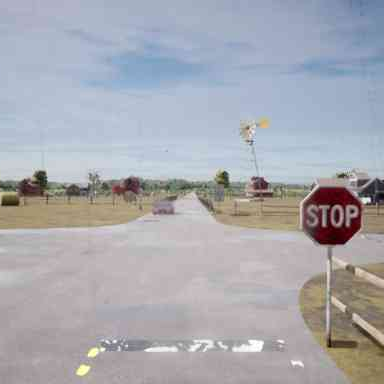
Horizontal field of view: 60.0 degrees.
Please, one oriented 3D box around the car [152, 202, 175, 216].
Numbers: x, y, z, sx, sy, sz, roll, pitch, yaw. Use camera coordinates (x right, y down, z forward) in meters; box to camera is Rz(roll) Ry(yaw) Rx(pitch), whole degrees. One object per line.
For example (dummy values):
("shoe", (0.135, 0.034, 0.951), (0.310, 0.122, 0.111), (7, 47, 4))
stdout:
("car", (-2.720, 1.642, 32.757), (1.994, 1.385, 4.181), (0, 0, 0))
